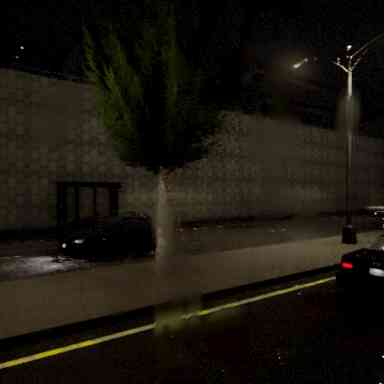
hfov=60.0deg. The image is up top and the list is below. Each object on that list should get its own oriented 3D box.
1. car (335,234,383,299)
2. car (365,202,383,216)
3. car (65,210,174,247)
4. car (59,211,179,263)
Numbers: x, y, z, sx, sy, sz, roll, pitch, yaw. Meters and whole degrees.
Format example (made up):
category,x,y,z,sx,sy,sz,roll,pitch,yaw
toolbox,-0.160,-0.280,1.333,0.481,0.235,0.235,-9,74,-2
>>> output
category,x,y,z,sx,sy,sz,roll,pitch,yaw
car,5.501,1.549,7.670,5.357,1.411,2.033,0,0,-35
car,18.264,1.606,31.125,4.718,1.301,1.895,0,0,-35
car,-3.343,1.603,15.790,4.718,1.301,1.895,0,0,-34
car,-2.535,1.566,12.010,4.181,1.385,1.994,0,0,-35
